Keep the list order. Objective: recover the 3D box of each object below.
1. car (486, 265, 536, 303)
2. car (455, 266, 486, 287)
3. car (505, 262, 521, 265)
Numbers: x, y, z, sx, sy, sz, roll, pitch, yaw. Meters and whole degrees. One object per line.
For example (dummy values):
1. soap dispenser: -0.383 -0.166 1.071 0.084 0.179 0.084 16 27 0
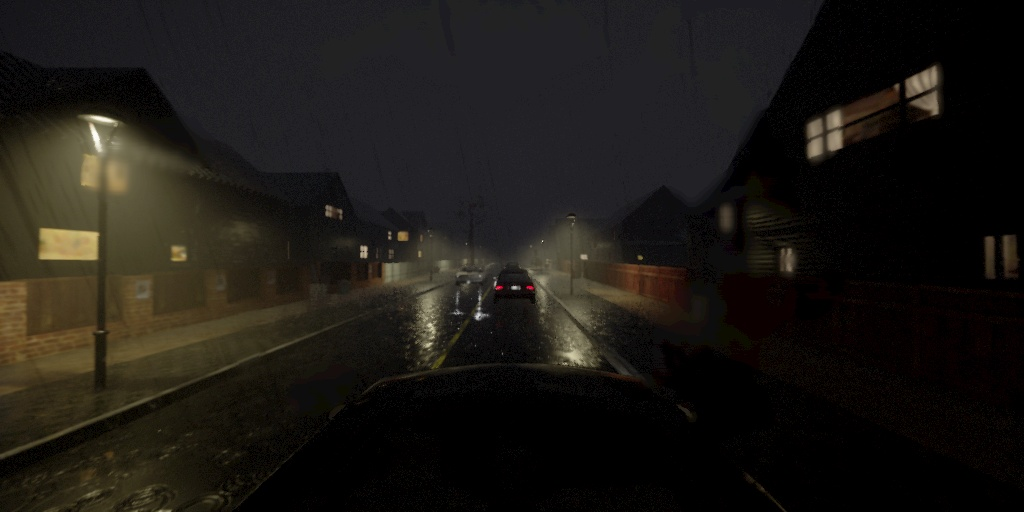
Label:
1. car: 0.101 1.302 16.576 2.033 1.411 5.357 0 0 0
2. car: -2.747 1.360 24.963 1.895 1.301 4.718 0 0 0
3. car: 0.102 1.338 37.353 1.994 1.385 4.181 0 0 0
